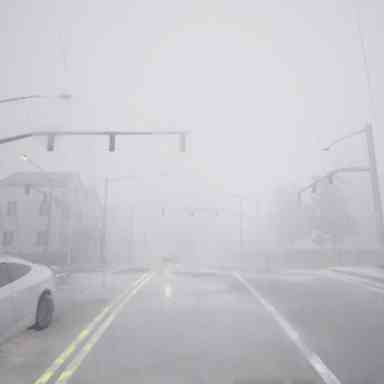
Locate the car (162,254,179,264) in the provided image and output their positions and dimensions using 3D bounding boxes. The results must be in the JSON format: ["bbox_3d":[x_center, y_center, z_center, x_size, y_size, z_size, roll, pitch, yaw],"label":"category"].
[{"bbox_3d":[-3.563,10.350,51.577,1.882,1.535,5.008,0,-12,0],"label":"car"}]

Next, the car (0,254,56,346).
[{"bbox_3d":[-3.568,1.691,4.786,1.812,1.442,4.674,0,-3,1],"label":"car"}]
